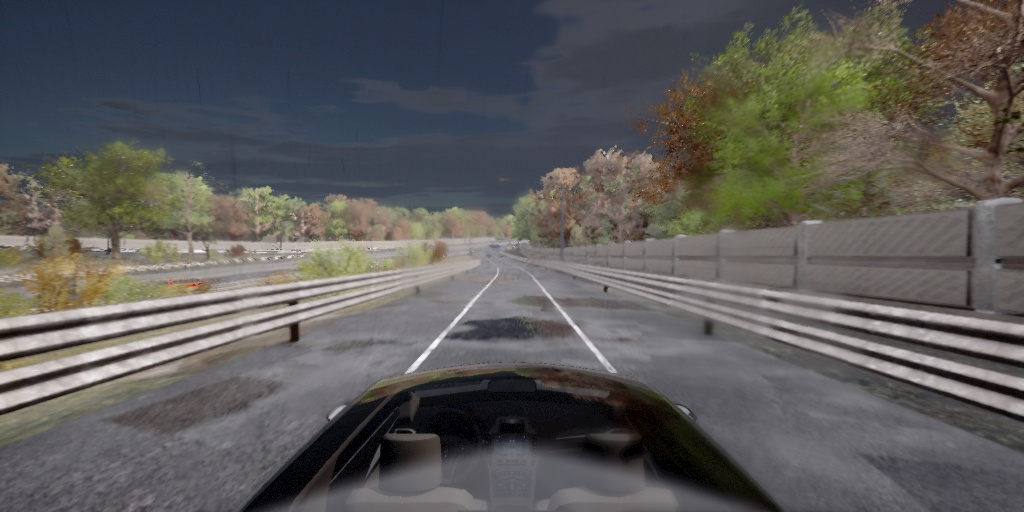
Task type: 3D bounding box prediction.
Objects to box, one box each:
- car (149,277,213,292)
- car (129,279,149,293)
[{"bbox_3d":[-39.786,3.560,43.764,2.150,2.045,5.566,1,4,15],"label":"car"},{"bbox_3d":[-43.198,3.811,44.583,2.033,1.411,5.357,1,4,15],"label":"car"}]
